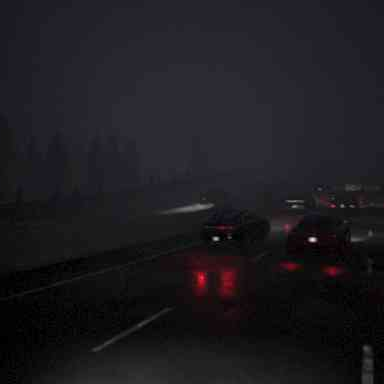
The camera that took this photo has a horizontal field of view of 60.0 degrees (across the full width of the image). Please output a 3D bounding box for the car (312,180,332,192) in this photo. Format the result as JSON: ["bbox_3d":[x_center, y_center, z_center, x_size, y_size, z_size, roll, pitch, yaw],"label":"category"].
[{"bbox_3d":[15.665,-0.717,40.103,1.812,1.442,4.674,0,7,29],"label":"car"}]

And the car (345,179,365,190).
[{"bbox_3d":[18.782,-0.749,38.507,1.812,1.442,4.674,0,7,29],"label":"car"}]

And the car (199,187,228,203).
[{"bbox_3d":[2.461,0.268,37.861,2.128,1.511,4.902,0,6,29],"label":"car"}]

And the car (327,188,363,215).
[{"bbox_3d":[11.768,0.839,25.576,2.033,1.411,5.357,0,5,29],"label":"car"}]

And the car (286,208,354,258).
[{"bbox_3d":[5.168,1.588,13.358,1.994,1.385,4.181,0,1,29],"label":"car"}]

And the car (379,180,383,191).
[{"bbox_3d":[21.897,-0.742,36.906,1.994,1.385,4.181,0,6,29],"label":"car"}]

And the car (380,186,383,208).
[{"bbox_3d":[15.274,0.703,24.676,1.837,1.490,4.892,0,5,29],"label":"car"}]

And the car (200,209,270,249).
[{"bbox_3d":[2.089,1.537,15.023,2.128,1.511,4.902,0,1,29],"label":"car"}]

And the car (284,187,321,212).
[{"bbox_3d":[9.129,0.732,28.028,2.128,1.511,4.902,0,5,29],"label":"car"}]
